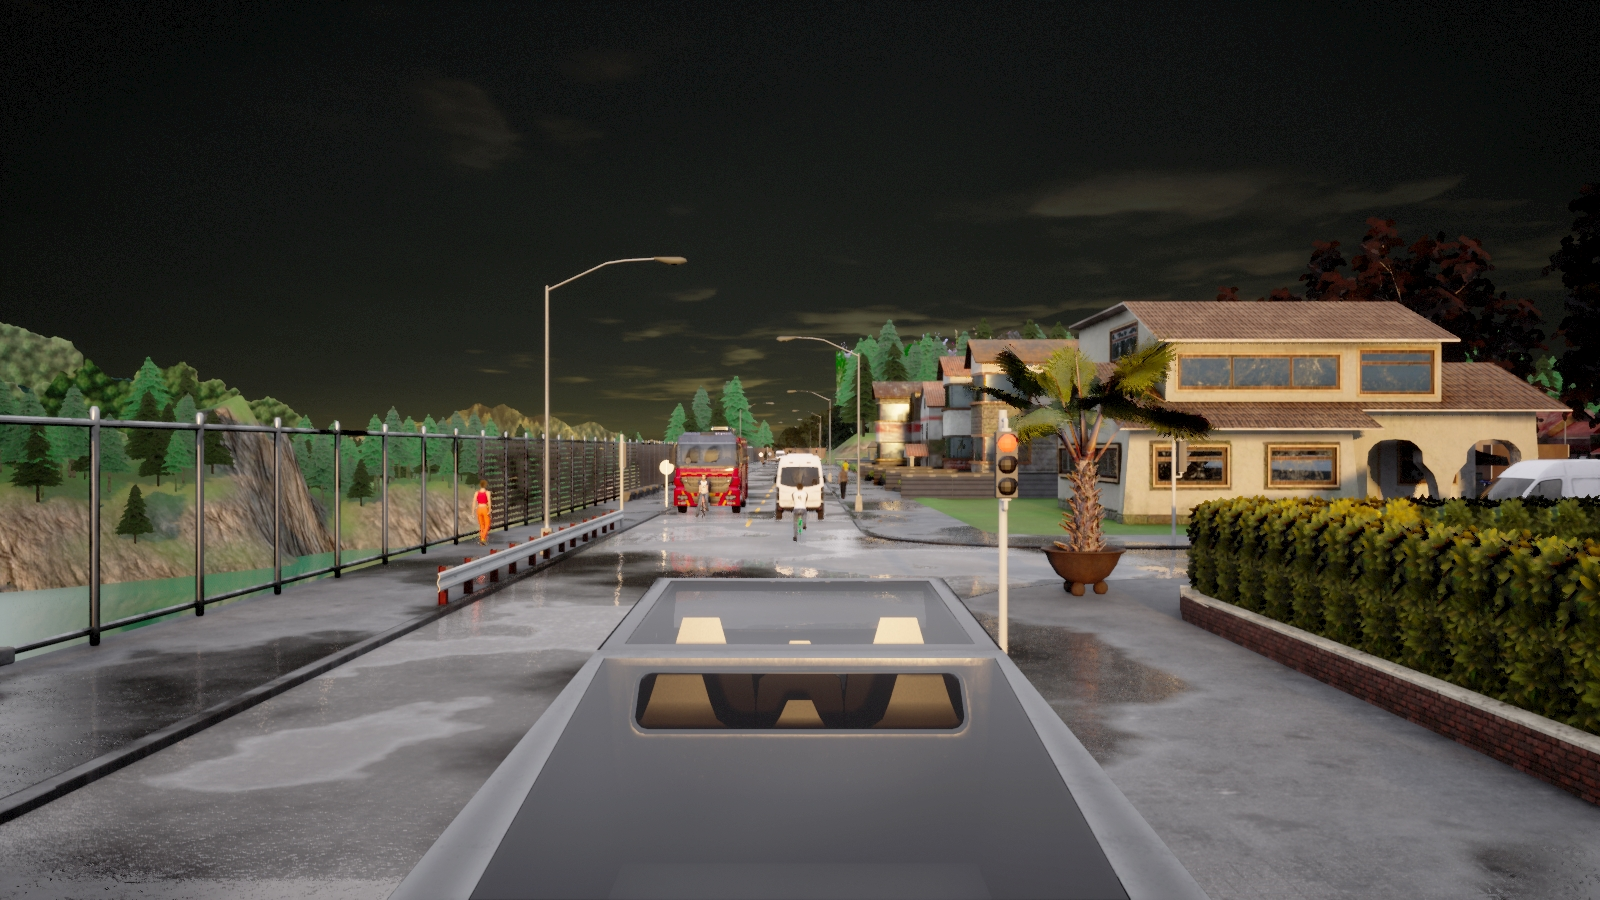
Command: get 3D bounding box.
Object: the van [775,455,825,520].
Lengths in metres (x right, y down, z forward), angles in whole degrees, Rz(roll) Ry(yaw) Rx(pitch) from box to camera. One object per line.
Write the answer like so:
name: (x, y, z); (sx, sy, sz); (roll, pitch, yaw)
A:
van: (0.003, 1.515, 48.730); (1.988, 2.561, 5.915); (0, 0, 0)

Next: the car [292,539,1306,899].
car: (-0.001, 1.751, 5.830); (2.390, 2.098, 6.274); (0, 0, 0)

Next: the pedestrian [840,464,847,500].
pedestrian: (2.300, 1.701, 60.642); (0.375, 1.860, 0.375); (0, 0, 0)

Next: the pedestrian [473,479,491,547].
pedestrian: (-8.782, 1.732, 31.577); (0.375, 1.860, 0.375); (0, 0, 2)

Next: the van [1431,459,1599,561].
van: (20.080, 1.523, 29.984); (5.915, 2.561, 1.988); (0, 0, 0)

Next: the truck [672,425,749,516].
truck: (-3.997, 0.871, 52.639); (2.891, 3.827, 8.468); (0, 0, 0)

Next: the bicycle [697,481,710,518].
bicycle: (-3.996, 2.038, 47.352); (0.373, 1.496, 1.643); (0, 0, 0)
